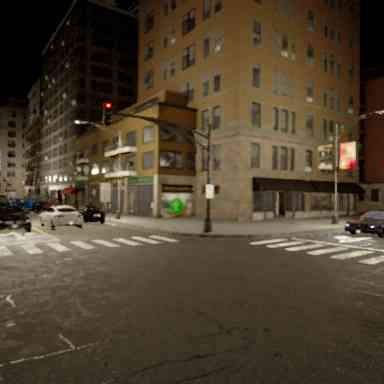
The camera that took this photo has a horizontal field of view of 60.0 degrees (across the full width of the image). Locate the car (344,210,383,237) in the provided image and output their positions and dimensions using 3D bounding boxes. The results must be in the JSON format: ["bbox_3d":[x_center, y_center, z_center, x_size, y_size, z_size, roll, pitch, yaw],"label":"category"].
[{"bbox_3d":[11.198,1.778,19.645,5.357,1.411,2.033,1,0,-36],"label":"car"}]

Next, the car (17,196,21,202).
[{"bbox_3d":[-23.793,1.663,47.610,2.008,1.369,4.403,1,-1,-35],"label":"car"}]

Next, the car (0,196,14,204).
[{"bbox_3d":[-36.497,1.575,65.625,1.967,1.590,4.097,1,-1,-35],"label":"car"}]

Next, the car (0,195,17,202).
[{"bbox_3d":[-16.398,1.243,27.615,2.150,2.045,5.566,1,-1,-36],"label":"car"}]

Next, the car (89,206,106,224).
[{"bbox_3d":[-7.912,1.672,25.093,1.947,1.339,4.313,1,-1,-35],"label":"car"}]

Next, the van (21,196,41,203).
[{"bbox_3d":[-20.614,1.450,43.109,1.690,1.788,3.998,1,-1,-35],"label":"van"}]

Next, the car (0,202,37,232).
[{"bbox_3d":[-10.730,1.549,19.569,1.812,1.442,4.674,1,-1,-35],"label":"car"}]

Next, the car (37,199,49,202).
[{"bbox_3d":[-14.265,1.687,34.101,1.802,1.307,4.206,1,-1,-35],"label":"car"}]

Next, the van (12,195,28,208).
[{"bbox_3d":[-26.967,1.459,52.115,1.690,1.788,3.998,1,-1,-35],"label":"van"}]

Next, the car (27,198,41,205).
[{"bbox_3d":[-17.441,1.673,38.604,1.947,1.339,4.313,1,-1,-35],"label":"car"}]

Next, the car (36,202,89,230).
[{"bbox_3d":[-8.475,1.594,21.528,1.812,1.442,4.674,1,-1,-35],"label":"car"}]

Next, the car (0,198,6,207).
[{"bbox_3d":[-31.638,1.682,54.182,1.895,1.301,4.718,1,-1,-35],"label":"car"}]
